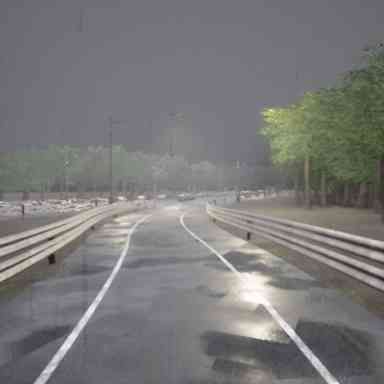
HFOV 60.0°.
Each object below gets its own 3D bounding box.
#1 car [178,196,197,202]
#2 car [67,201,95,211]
[{"bbox_3d":[-1.025,1.482,73.193,2.033,1.411,5.357,0,1,33],"label":"car"},{"bbox_3d":[-16.480,2.024,49.725,1.994,1.385,4.181,0,1,33],"label":"car"}]
